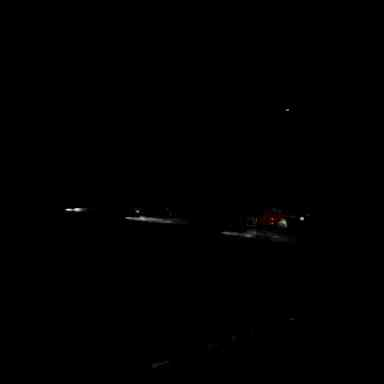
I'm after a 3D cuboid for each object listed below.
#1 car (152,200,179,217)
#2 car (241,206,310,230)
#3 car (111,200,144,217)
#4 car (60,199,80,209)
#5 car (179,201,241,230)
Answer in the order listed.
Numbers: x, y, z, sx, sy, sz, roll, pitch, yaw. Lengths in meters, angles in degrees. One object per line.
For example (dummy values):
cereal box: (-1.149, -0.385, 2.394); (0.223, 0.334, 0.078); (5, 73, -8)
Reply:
car: (-2.058, 1.546, 32.060); (1.882, 1.535, 5.008); (-1, 0, -35)
car: (5.465, 1.588, 21.489); (1.994, 1.385, 4.181); (-1, 0, -33)
car: (-6.575, 1.610, 33.501); (2.128, 1.511, 4.902); (-1, 0, -36)
car: (-18.393, 1.765, 49.984); (1.994, 1.385, 4.181); (-1, 0, -36)
car: (1.457, 1.545, 22.164); (1.882, 1.535, 5.008); (-1, 0, -35)
